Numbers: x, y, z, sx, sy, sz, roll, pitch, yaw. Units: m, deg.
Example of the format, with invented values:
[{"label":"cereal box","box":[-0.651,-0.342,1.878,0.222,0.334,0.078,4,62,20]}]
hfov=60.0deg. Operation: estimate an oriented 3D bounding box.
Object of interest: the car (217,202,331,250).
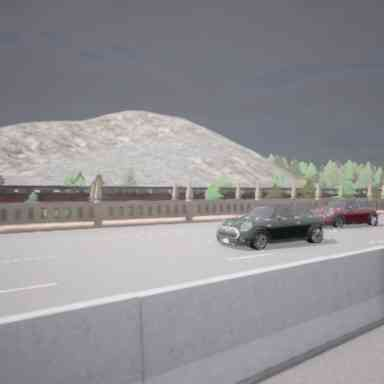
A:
[{"label":"car","box":[3.275,1.294,13.950,4.553,1.767,2.097,0,0,-29]}]

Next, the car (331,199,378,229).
[{"label":"car","box":[9.480,1.272,21.043,4.553,1.767,2.097,0,0,-25]}]
